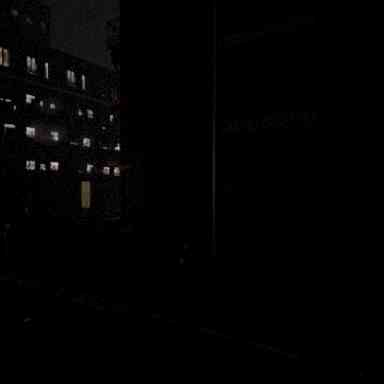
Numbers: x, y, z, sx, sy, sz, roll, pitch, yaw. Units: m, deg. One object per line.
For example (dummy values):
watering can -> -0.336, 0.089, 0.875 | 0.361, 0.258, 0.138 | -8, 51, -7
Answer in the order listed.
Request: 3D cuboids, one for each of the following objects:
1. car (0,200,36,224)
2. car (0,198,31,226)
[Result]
car -> -15.929, 1.620, 27.468 | 2.192, 1.841, 5.009 | -2, -2, 35
car -> -14.893, 1.478, 24.249 | 2.150, 2.045, 5.566 | 0, -1, 33
